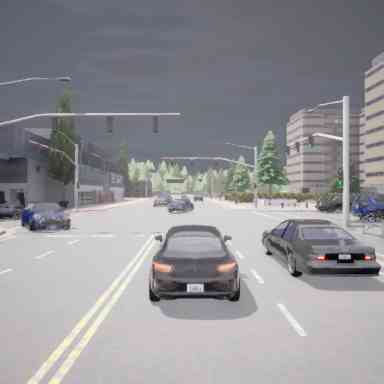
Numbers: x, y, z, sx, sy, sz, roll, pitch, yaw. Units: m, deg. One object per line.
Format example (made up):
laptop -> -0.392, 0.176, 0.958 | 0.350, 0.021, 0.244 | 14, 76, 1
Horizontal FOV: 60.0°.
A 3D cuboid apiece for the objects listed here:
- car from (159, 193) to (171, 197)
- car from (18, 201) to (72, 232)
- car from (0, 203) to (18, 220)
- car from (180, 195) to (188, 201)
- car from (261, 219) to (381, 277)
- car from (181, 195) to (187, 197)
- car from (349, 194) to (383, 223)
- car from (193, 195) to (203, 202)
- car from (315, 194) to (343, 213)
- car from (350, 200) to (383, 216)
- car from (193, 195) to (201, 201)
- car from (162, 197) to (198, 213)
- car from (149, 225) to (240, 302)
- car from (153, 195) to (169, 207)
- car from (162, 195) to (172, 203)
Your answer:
car -> -5.018, 1.221, 59.812 | 2.150, 2.045, 5.566 | 0, 0, -1
car -> -8.849, 1.352, 20.117 | 2.097, 1.767, 4.553 | -1, 0, -35
car -> -14.987, 1.564, 27.151 | 4.181, 1.385, 1.994 | 0, 0, -1
car -> -2.186, 1.540, 88.382 | 2.033, 1.411, 5.357 | 0, 0, -1
car -> 3.533, 1.547, 10.216 | 2.033, 1.411, 5.357 | 0, 0, 0
car -> -1.457, 1.564, 64.037 | 1.994, 1.385, 4.181 | 0, 0, -1
car -> 15.088, 1.221, 25.195 | 5.566, 2.045, 2.150 | 0, 0, -2
car -> 1.567, 1.478, 78.649 | 1.882, 1.535, 5.008 | 0, 0, -1
car -> 16.285, 1.222, 35.943 | 5.566, 2.045, 2.150 | 0, 0, -2
car -> 18.221, 1.526, 32.475 | 4.674, 1.442, 1.812 | 0, 0, -2
car -> 1.305, 1.500, 88.787 | 1.837, 1.490, 4.892 | 0, 0, -1
car -> -1.198, 1.547, 36.946 | 2.033, 1.411, 5.357 | 0, 0, 14
car -> 0.036, 1.526, 8.159 | 1.812, 1.442, 4.674 | 0, 0, -1
car -> -4.781, 1.526, 50.385 | 1.812, 1.442, 4.674 | 0, 0, -2
car -> -5.217, 1.500, 70.172 | 1.837, 1.490, 4.892 | 0, 0, -1
